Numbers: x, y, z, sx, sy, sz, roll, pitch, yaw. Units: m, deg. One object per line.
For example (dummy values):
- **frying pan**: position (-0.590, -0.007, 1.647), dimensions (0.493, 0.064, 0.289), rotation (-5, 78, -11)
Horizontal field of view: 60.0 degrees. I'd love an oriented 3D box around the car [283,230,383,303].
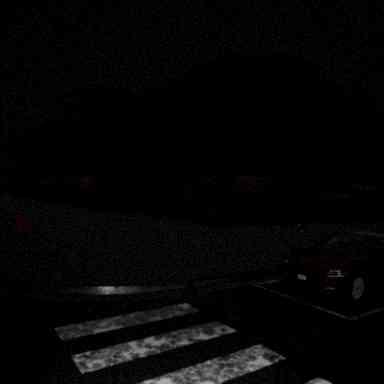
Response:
- **car**: position (4.274, 1.701, 8.568), dimensions (4.507, 1.381, 1.887), rotation (2, 0, -34)
